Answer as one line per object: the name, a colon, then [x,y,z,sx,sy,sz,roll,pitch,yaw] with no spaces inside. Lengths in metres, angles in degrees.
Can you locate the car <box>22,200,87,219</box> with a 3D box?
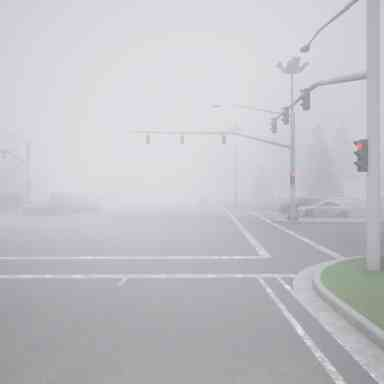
car: [-12.094,1.491,28.871,4.902,1.511,2.128,0,0,-1]

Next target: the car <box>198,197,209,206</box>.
car: [1.841,1.546,54.080,2.033,1.411,5.357,0,0,0]

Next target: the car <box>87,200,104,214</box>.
car: [-11.523,1.563,35.127,4.181,1.385,1.994,0,0,6]

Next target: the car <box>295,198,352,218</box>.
car: [11.493,1.525,29.134,4.674,1.442,1.812,0,0,-1]

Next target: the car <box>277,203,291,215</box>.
car: [10.764,1.350,32.705,4.553,1.767,2.097,0,0,1]

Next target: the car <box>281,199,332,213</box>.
car: [12.413,1.505,36.171,4.892,1.490,1.837,0,0,1]
